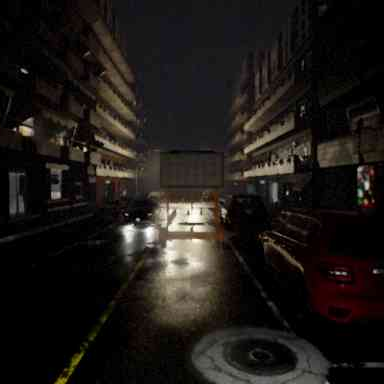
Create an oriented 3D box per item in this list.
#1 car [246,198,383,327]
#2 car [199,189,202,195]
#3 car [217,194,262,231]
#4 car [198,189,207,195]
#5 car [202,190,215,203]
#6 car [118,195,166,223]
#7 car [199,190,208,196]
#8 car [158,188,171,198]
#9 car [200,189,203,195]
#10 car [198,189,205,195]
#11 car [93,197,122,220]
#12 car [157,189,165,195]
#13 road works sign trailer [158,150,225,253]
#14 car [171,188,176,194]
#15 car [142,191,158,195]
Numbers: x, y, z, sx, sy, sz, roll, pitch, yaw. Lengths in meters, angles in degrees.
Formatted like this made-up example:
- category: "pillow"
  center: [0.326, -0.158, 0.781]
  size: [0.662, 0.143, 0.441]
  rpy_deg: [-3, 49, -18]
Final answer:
- category: "car"
  center: [2.675, 1.192, 6.741]
  size: [2.192, 1.841, 5.009]
  rpy_deg: [-1, 1, 0]
- category: "car"
  center: [2.662, 0.419, 57.153]
  size: [1.967, 1.590, 4.097]
  rpy_deg: [-1, 1, 0]
- category: "car"
  center: [2.672, 0.992, 17.943]
  size: [2.192, 1.841, 5.009]
  rpy_deg: [-1, 1, 0]
- category: "car"
  center: [2.656, 0.033, 85.162]
  size: [2.008, 1.369, 4.403]
  rpy_deg: [-1, 1, 0]
- category: "car"
  center: [2.666, 0.700, 46.122]
  size: [1.752, 1.417, 4.829]
  rpy_deg: [-1, 1, 0]
- category: "car"
  center: [-3.106, 1.156, 21.762]
  size: [2.033, 1.411, 5.357]
  rpy_deg: [0, 1, 0]
- category: "car"
  center: [2.658, 0.148, 79.560]
  size: [1.947, 1.339, 4.313]
  rpy_deg: [-1, 1, 0]
- category: "car"
  center: [-5.721, 0.194, 62.779]
  size: [2.192, 1.841, 5.009]
  rpy_deg: [-1, 1, 0]
- category: "car"
  center: [2.665, 0.644, 51.554]
  size: [1.947, 1.339, 4.313]
  rpy_deg: [-1, 1, 0]
- category: "car"
  center: [2.654, -0.094, 90.932]
  size: [1.752, 1.417, 4.829]
  rpy_deg: [-1, 1, 0]
- category: "car"
  center: [-5.707, 1.158, 23.575]
  size: [1.802, 1.307, 4.206]
  rpy_deg: [-1, 1, 0]
- category: "car"
  center: [-5.715, 0.628, 51.580]
  size: [2.008, 1.369, 4.403]
  rpy_deg: [-1, 1, 0]
- category: "road works sign trailer"
  center: [0.000, 0.237, 12.573]
  size: [2.380, 3.560, 2.880]
  rpy_deg: [0, 1, 1]
- category: "car"
  center: [-5.726, -0.066, 90.788]
  size: [2.008, 1.369, 4.403]
  rpy_deg: [-1, 1, 0]
- category: "car"
  center: [-5.712, 0.828, 40.378]
  size: [2.008, 1.369, 4.403]
  rpy_deg: [-1, 1, 0]
